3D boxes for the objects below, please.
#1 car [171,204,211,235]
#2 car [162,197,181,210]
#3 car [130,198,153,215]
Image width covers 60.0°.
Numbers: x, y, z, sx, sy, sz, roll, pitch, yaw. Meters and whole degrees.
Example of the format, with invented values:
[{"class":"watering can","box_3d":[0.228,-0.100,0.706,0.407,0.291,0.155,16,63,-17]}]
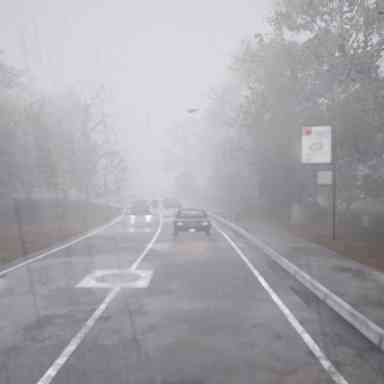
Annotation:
[{"class":"car","box_3d":[-0.078,1.565,18.394,1.895,1.301,4.718,0,0,-2]},{"class":"car","box_3d":[-2.464,1.252,39.190,2.033,1.411,5.357,-1,2,-11]},{"class":"car","box_3d":[-5.078,1.406,33.306,1.837,1.490,4.892,-1,1,-8]}]
